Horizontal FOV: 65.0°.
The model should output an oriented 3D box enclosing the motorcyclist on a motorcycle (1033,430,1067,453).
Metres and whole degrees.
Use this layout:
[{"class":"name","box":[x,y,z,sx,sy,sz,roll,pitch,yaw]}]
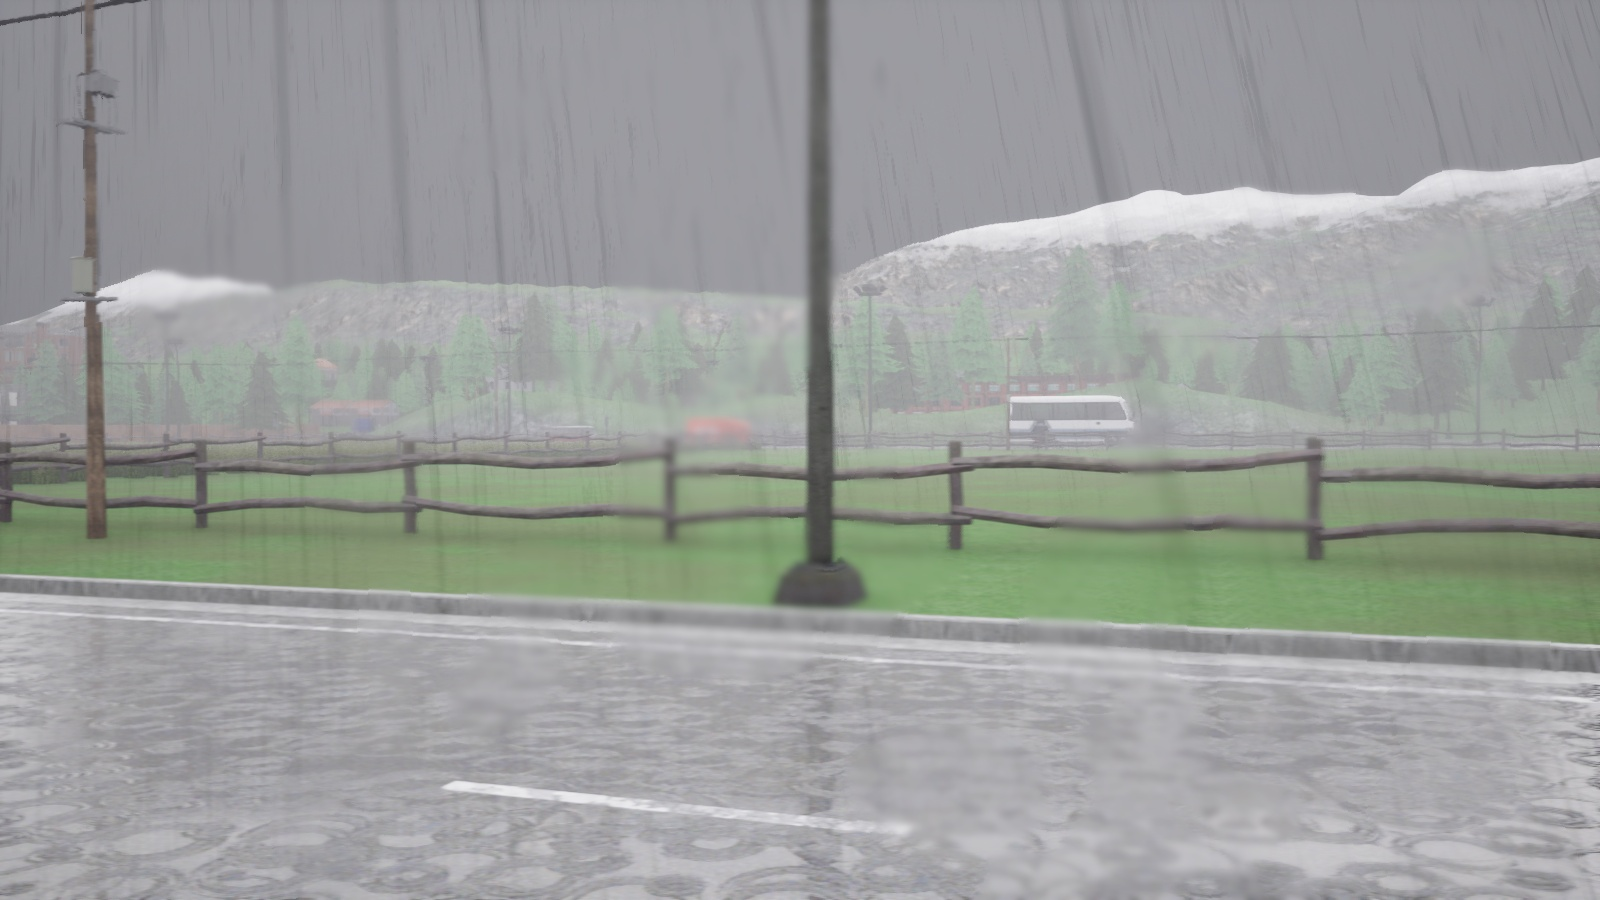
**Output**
[{"class":"motorcyclist on a motorcycle","box":[18.249,-0.624,91.760,2.350,1.649,0.766,1,1,18]}]
